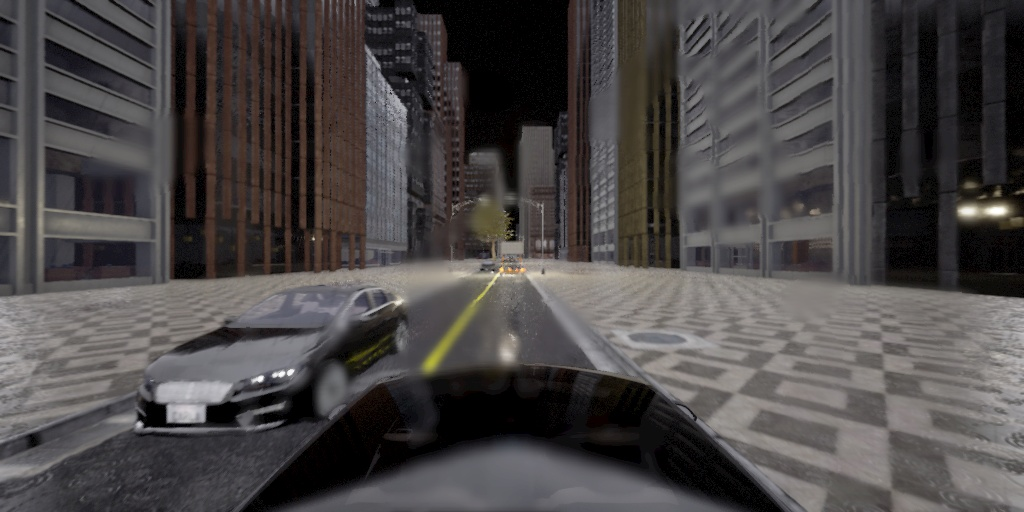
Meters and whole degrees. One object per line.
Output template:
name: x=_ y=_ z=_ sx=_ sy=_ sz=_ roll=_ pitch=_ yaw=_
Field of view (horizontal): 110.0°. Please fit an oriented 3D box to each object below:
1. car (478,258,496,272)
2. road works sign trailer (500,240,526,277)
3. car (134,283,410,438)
car: x=-3.100 y=1.319 z=46.994 sx=2.033 sy=1.411 sz=5.357 roll=0 pitch=0 yaw=0
road works sign trailer: x=-0.013 y=0.228 z=35.247 sx=2.380 sy=3.560 sz=2.880 roll=0 pitch=0 yaw=0
car: x=-3.102 y=1.242 z=5.867 sx=2.128 sy=1.511 sz=4.902 roll=0 pitch=0 yaw=0
